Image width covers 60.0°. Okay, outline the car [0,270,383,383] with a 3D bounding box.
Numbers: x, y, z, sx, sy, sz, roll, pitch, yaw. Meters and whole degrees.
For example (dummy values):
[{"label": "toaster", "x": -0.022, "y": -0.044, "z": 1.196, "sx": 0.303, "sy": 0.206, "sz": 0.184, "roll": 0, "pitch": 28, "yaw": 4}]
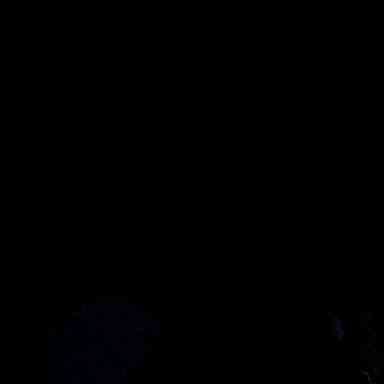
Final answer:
[{"label": "car", "x": -0.067, "y": 1.557, "z": 3.026, "sx": 5.357, "sy": 1.411, "sz": 2.033, "roll": 0, "pitch": 0, "yaw": -36}]
